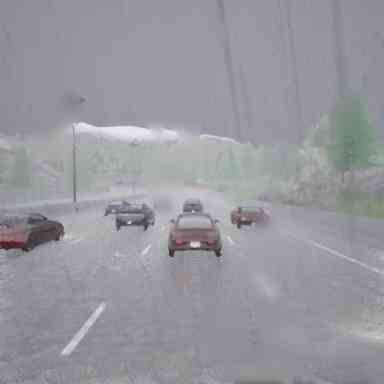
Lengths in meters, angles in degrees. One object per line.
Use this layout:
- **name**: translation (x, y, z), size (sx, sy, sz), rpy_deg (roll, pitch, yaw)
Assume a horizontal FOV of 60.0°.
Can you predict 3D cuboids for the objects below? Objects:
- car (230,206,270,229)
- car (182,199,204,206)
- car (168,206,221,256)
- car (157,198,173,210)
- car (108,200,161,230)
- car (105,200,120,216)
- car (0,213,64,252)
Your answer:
- **car**: translation (3.600, 1.562, 21.475), size (1.895, 1.301, 4.718), rpy_deg (0, 0, 0)
- **car**: translation (0.100, 1.448, 31.494), size (1.837, 1.490, 4.892), rpy_deg (0, 0, 0)
- **car**: translation (0.100, 1.502, 12.924), size (1.812, 1.442, 4.674), rpy_deg (0, 0, 0)
- **car**: translation (-3.401, 1.414, 40.373), size (2.128, 1.511, 4.902), rpy_deg (0, 0, 0)
- **car**: translation (-3.400, 1.454, 20.588), size (2.128, 1.511, 4.902), rpy_deg (0, 0, 0)
- **car**: translation (-6.900, 1.469, 31.479), size (1.812, 1.442, 4.674), rpy_deg (0, 0, 0)
- **car**: translation (-6.900, 1.539, 13.722), size (1.994, 1.385, 4.181), rpy_deg (0, 0, 0)
